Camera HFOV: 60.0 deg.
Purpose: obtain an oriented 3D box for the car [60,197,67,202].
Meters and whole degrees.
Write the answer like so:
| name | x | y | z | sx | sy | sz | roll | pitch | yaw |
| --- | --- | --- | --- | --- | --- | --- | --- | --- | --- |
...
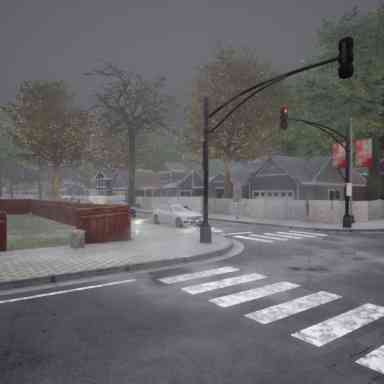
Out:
| name | x | y | z | sx | sy | sz | roll | pitch | yaw |
| --- | --- | --- | --- | --- | --- | --- | --- | --- | --- |
| car | -22.422 | 1.601 | 57.379 | 2.128 | 1.511 | 4.902 | 0 | 0 | -36 |

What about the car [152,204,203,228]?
| name | x | y | z | sx | sy | sz | roll | pitch | yaw |
| --- | --- | --- | --- | --- | --- | --- | --- | --- | --- |
| car | -1.043 | 1.547 | 22.621 | 1.812 | 1.442 | 4.674 | 0 | 0 | -36 |

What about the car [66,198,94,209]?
| name | x | y | z | sx | sy | sz | roll | pitch | yaw |
| --- | --- | --- | --- | --- | --- | --- | --- | --- | --- |
| car | -12.873 | 1.530 | 39.168 | 1.882 | 1.535 | 5.008 | 0 | 0 | -35 |

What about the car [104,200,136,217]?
| name | x | y | z | sx | sy | sz | roll | pitch | yaw |
| --- | --- | --- | --- | --- | --- | --- | --- | --- | --- |
| car | -6.884 | 1.513 | 30.789 | 1.882 | 1.535 | 5.008 | 0 | 0 | -36 |

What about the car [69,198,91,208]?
| name | x | y | z | sx | sy | sz | roll | pitch | yaw |
| --- | --- | --- | --- | --- | --- | --- | --- | --- | --- |
| car | -16.760 | 1.654 | 49.573 | 1.994 | 1.385 | 4.181 | 0 | 0 | -35 |
